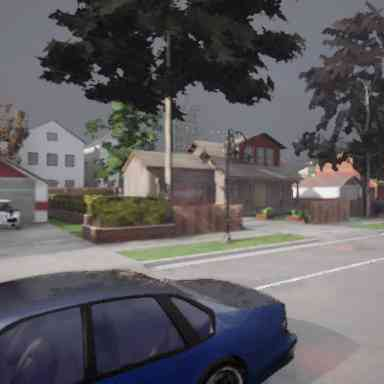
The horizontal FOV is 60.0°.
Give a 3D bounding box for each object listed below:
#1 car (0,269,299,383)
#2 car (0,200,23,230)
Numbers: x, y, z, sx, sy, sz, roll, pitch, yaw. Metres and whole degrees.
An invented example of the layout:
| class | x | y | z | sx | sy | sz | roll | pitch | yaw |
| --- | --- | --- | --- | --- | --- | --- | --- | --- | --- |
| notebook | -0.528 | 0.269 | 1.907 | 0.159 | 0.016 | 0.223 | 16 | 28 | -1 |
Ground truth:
| class | x | y | z | sx | sy | sz | roll | pitch | yaw |
| --- | --- | --- | --- | --- | --- | --- | --- | --- | --- |
| car | -1.314 | 1.549 | 3.053 | 5.357 | 1.411 | 2.033 | 0 | 0 | -36 |
| car | -10.100 | 1.172 | 17.415 | 1.970 | 1.475 | 3.806 | 0 | 0 | -35 |
